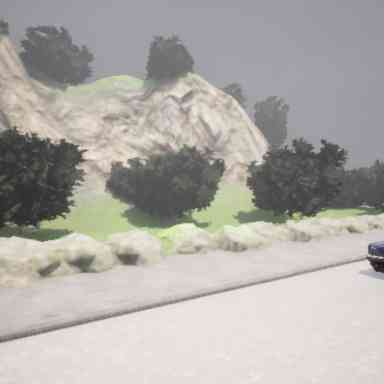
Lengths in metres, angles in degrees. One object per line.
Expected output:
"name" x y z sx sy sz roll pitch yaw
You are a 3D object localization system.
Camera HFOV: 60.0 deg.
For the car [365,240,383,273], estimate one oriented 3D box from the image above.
"car" 7.046 1.624 9.635 4.718 1.301 1.895 0 0 -35
